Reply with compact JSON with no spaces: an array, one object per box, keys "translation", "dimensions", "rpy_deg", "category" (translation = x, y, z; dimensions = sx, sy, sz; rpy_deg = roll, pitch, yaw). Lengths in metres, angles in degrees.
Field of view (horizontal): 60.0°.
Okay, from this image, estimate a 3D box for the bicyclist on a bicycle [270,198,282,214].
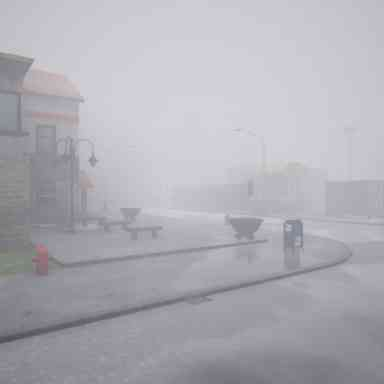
[{"translation":[8.091,1.349,32.036],"dimensions":[1.656,1.620,0.582],"rpy_deg":[0,0,-35],"category":"bicyclist on a bicycle"}]
